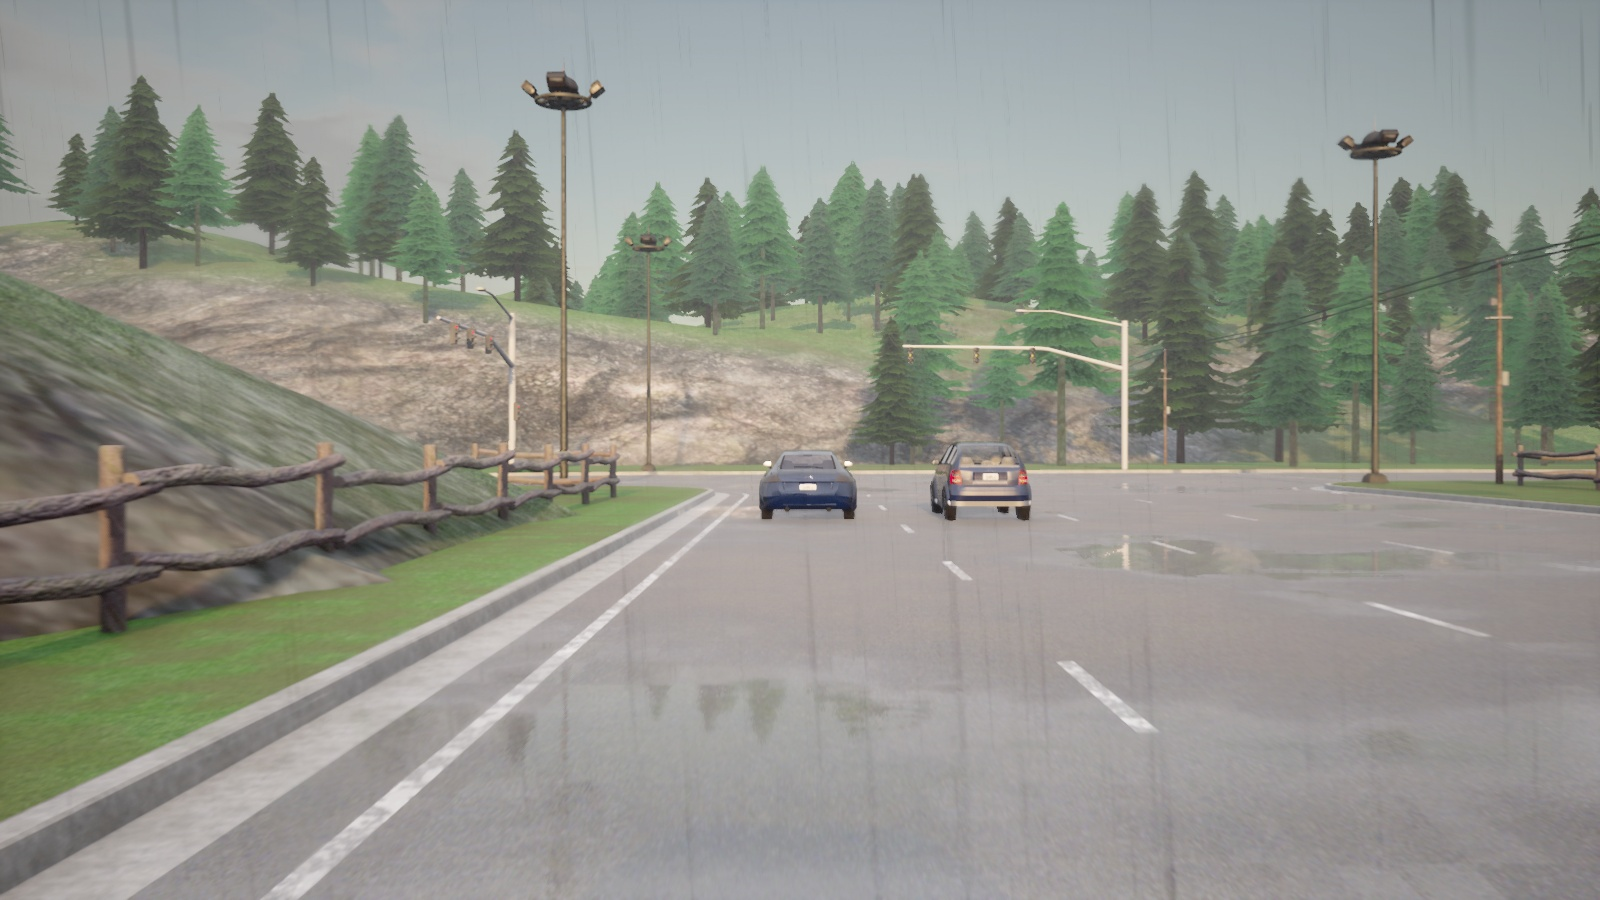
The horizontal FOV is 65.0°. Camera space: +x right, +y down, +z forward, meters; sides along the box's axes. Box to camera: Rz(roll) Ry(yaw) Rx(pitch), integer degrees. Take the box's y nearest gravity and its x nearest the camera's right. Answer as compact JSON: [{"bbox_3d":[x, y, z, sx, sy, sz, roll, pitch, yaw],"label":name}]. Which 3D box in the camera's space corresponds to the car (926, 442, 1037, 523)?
[{"bbox_3d":[3.662,0.613,25.915,1.789,1.549,3.705,0,0,0],"label":"car"}]

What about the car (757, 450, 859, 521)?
[{"bbox_3d":[0.167,0.691,26.547,1.994,1.385,4.181,0,0,0],"label":"car"}]
